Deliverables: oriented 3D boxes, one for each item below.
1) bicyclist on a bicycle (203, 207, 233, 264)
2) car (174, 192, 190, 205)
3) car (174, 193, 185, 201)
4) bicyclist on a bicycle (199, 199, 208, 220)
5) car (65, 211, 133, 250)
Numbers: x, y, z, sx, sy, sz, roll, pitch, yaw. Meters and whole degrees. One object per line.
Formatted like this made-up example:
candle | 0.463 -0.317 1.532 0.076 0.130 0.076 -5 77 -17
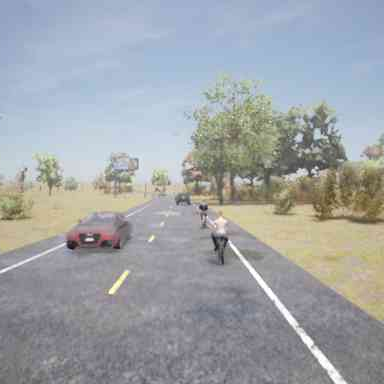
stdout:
bicyclist on a bicycle | 0.906 1.403 10.695 0.866 1.612 1.509 0 0 -1
car | -1.480 1.026 54.556 2.150 2.045 5.566 0 1 -3
car | -2.806 1.072 73.505 2.097 1.767 4.553 0 0 -4
bicyclist on a bicycle | 0.714 1.304 20.490 0.659 1.776 1.843 0 0 -1
car | -3.731 1.522 14.014 1.994 1.385 4.181 0 0 -1
